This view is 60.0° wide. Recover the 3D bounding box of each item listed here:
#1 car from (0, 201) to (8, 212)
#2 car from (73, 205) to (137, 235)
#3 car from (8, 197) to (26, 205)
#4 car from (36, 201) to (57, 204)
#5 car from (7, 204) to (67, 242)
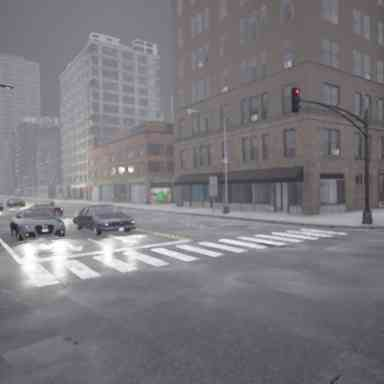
[{"bbox_3d":[-22.472,1.500,37.541,2.033,1.411,5.357,-2,1,-35],"label":"car"},{"bbox_3d":[-4.914,1.403,18.071,2.033,1.411,5.357,-2,1,-35],"label":"car"},{"bbox_3d":[-24.430,1.429,46.124,2.033,1.411,5.357,-2,1,-35],"label":"car"},{"bbox_3d":[-12.737,1.466,29.251,1.895,1.301,4.718,-2,1,-35],"label":"car"},{"bbox_3d":[-7.576,1.496,16.209,1.994,1.385,4.181,-2,1,-35],"label":"car"}]
